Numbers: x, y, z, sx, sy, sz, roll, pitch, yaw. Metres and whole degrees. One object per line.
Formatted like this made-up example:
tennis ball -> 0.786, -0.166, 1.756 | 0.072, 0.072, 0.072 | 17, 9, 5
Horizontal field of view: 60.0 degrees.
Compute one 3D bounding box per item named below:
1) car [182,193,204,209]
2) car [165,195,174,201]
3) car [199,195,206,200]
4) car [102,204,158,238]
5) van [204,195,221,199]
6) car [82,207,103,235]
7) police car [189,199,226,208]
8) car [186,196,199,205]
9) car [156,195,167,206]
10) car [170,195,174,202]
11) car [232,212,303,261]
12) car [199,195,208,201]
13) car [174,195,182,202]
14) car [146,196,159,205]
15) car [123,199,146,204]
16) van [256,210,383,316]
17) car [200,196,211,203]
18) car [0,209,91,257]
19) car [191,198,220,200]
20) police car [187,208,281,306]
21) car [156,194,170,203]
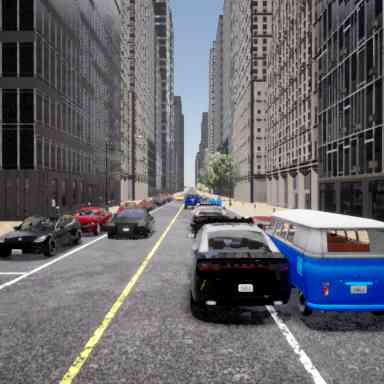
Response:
car -> 0.093, 1.205, 44.894 | 2.150, 2.045, 5.566 | 0, 0, 0
car -> -5.533, 1.524, 81.313 | 1.802, 1.307, 4.206 | 0, 0, 0
car -> 2.870, 1.474, 92.690 | 2.008, 1.369, 4.403 | 0, 0, 0
car -> -3.067, 1.561, 17.466 | 1.994, 1.385, 4.181 | 0, 0, 0
van -> 2.768, 1.327, 41.416 | 1.690, 1.788, 3.998 | 0, 0, 0
car -> -5.656, 1.542, 18.645 | 1.887, 1.381, 4.507 | 0, 0, 0
police car -> 0.936, 1.422, 18.233 | 1.930, 1.638, 5.238 | 0, 0, 0
car -> 0.116, 1.461, 59.168 | 2.128, 1.511, 4.902 | 0, 0, 0
car -> -5.589, 1.542, 52.827 | 1.947, 1.339, 4.313 | 0, 0, 0
car -> -5.556, 1.272, 69.918 | 2.192, 1.841, 5.009 | 0, 0, 0
car -> 2.713, 1.580, 12.931 | 1.802, 1.307, 4.206 | 0, 0, 0
car -> 2.847, 1.493, 81.296 | 2.008, 1.369, 4.403 | 0, 0, 0
car -> -2.854, 1.429, 74.593 | 1.882, 1.535, 5.008 | 0, 0, 0
car -> -5.612, 1.568, 41.434 | 1.802, 1.307, 4.206 | 0, 0, 0
car -> -5.634, 1.575, 30.040 | 1.802, 1.307, 4.206 | 0, 0, 0
van -> 2.701, 1.340, 7.235 | 1.690, 1.788, 3.998 | 0, 0, 0
car -> 2.825, 1.508, 69.901 | 2.008, 1.369, 4.403 | 0, 0, 0
car -> -5.668, 1.564, 12.948 | 1.947, 1.339, 4.313 | 0, 0, 0
car -> 0.948, 1.451, 24.313 | 1.801, 1.575, 5.366 | 0, 0, 0
police car -> 0.917, 1.424, 8.233 | 1.930, 1.638, 5.238 | 0, 0, 0
car -> -5.578, 1.286, 58.524 | 2.192, 1.841, 5.009 | 0, 0, 0
